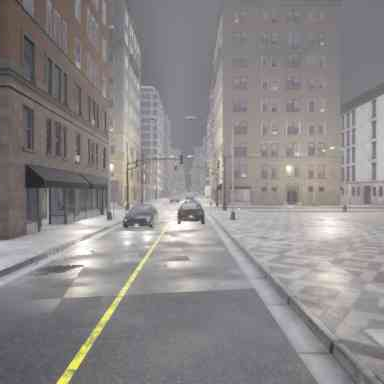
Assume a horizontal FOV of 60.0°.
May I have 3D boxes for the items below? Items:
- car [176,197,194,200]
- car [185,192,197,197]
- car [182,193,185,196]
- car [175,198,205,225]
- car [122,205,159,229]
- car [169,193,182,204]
[{"bbox_3d":[-0.098,1.543,34.713,2.033,1.411,5.357,0,0,5],"label":"car"},{"bbox_3d":[-0.521,1.343,86.568,2.097,1.767,4.553,0,0,0],"label":"car"},{"bbox_3d":[-3.495,1.529,82.245,2.033,1.411,5.357,0,0,0],"label":"car"},{"bbox_3d":[-0.073,1.475,24.366,1.882,1.535,5.008,0,0,0],"label":"car"},{"bbox_3d":[-3.219,1.546,21.912,2.033,1.411,5.357,0,0,0],"label":"car"},{"bbox_3d":[-3.427,1.468,65.986,1.882,1.535,5.008,0,0,0],"label":"car"}]
